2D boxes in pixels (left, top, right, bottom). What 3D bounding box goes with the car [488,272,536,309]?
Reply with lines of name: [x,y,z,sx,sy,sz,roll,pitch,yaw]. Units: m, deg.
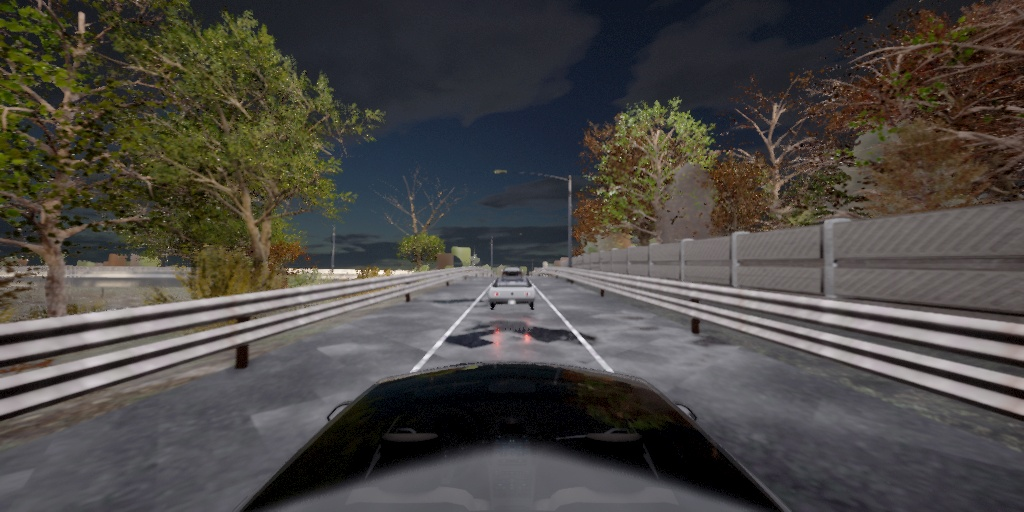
car: [0.022,1.556,16.203,1.895,1.301,4.718,0,-1,0]

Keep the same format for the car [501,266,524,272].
car: [0.036,1.660,32.203,1.882,1.535,5.008,0,-1,1]
